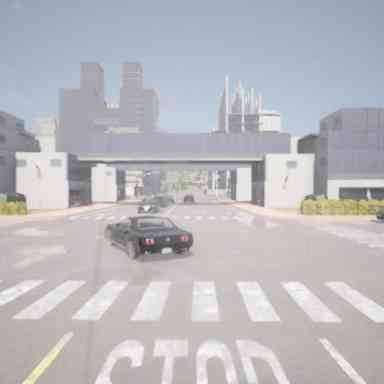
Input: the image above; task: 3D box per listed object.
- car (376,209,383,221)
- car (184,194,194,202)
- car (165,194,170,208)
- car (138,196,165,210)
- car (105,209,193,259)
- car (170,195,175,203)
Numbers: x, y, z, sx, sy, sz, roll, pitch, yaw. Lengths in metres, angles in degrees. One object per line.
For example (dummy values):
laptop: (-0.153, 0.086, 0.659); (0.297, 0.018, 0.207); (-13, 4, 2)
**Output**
car: (14.996, 1.382, 22.295); (4.892, 1.490, 1.837); (0, 0, 2)
car: (-0.555, 1.096, 63.915); (1.882, 1.535, 5.008); (0, 0, 0)
car: (-4.246, 1.250, 43.301); (1.837, 1.490, 4.892); (0, 1, 0)
car: (-4.249, 1.300, 33.391); (2.128, 1.511, 4.902); (0, 0, 0)
car: (-1.850, 1.538, 12.459); (1.895, 1.301, 4.718); (0, 0, -28)
car: (-4.186, 1.174, 59.100); (1.812, 1.442, 4.674); (0, 0, 1)
